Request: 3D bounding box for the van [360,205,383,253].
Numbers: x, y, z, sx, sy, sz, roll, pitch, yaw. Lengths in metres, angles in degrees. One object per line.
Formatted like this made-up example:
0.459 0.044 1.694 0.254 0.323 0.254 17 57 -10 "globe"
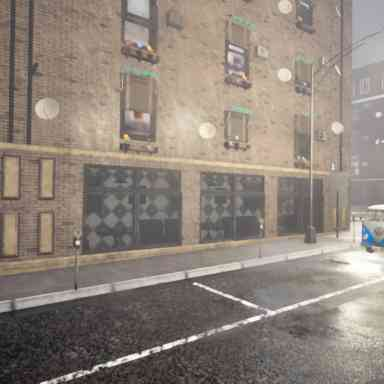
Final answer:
7.819 1.344 12.230 3.998 1.788 1.690 0 1 -36 "van"
